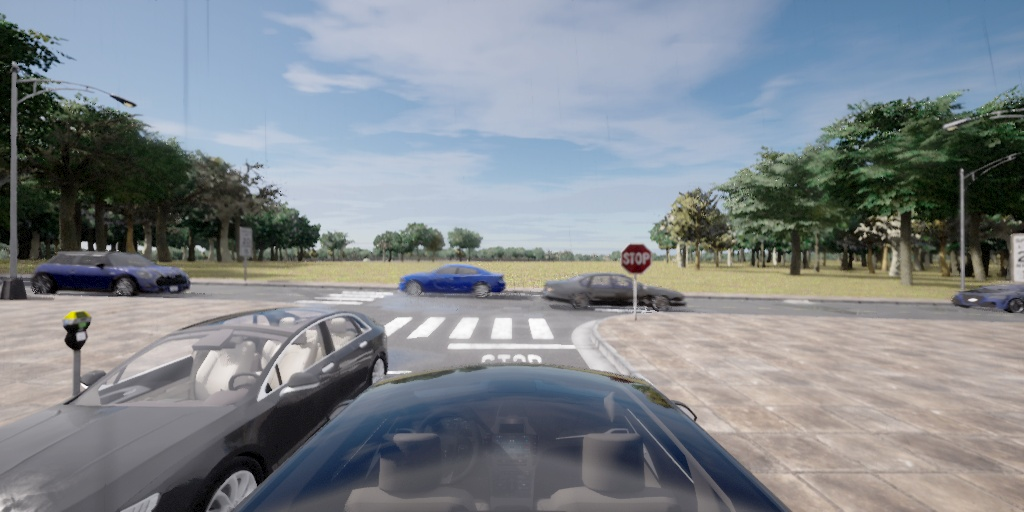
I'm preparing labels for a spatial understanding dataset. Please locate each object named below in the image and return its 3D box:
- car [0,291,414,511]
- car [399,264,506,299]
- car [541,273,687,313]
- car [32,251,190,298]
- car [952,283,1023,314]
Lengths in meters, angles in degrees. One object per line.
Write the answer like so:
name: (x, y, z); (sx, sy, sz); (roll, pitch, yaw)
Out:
car: (-2.640, 1.291, 3.653); (2.007, 1.370, 4.403); (0, 0, 0)
car: (-2.783, 1.129, 17.060); (5.008, 1.535, 1.882); (2, 0, 0)
car: (3.861, 1.369, 14.120); (5.357, 1.411, 2.033); (2, 0, 0)
car: (-15.525, 0.634, 14.101); (4.553, 1.767, 2.097); (2, 0, 0)
car: (23.936, 1.978, 17.085); (4.181, 1.385, 1.994); (2, 0, 0)
